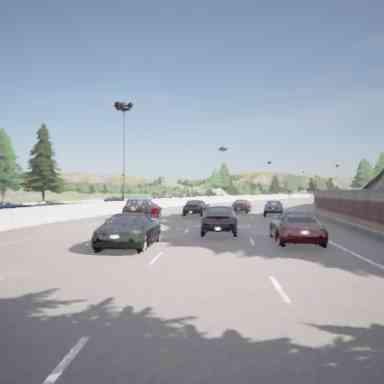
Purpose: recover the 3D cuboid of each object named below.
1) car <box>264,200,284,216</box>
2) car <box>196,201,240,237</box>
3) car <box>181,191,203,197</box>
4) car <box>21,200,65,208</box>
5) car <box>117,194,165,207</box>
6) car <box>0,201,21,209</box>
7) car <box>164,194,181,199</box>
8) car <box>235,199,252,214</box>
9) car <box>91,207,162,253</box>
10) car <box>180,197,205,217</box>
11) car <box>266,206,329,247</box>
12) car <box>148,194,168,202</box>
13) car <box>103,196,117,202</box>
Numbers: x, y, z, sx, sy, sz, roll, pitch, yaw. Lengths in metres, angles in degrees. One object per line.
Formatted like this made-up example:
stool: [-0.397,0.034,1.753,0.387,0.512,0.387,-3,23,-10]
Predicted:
car: [8.033,1.534,32.623,2.033,1.411,5.357,0,0,15]
car: [1.567,1.489,18.225,1.837,1.490,4.892,0,0,8]
car: [0.471,0.764,70.740,2.150,2.045,5.566,0,0,28]
car: [-13.865,1.489,31.962,1.994,1.385,4.181,0,0,13]
car: [-3.996,1.311,26.990,2.097,1.767,4.553,0,0,11]
car: [-17.580,1.516,31.457,1.895,1.301,4.718,0,0,12]
car: [-3.461,1.053,70.784,2.097,1.767,4.553,0,0,27]
car: [5.358,1.501,35.923,1.812,1.442,4.674,0,0,16]
car: [-2.525,1.542,13.684,1.994,1.385,4.181,0,0,6]
car: [0.439,1.472,30.914,1.837,1.490,4.892,0,0,13]
car: [4.688,1.561,15.072,1.994,1.385,4.181,0,0,7]
car: [-7.218,1.231,71.137,2.097,1.767,4.553,0,0,27]
car: [-14.912,1.448,62.877,1.994,1.385,4.181,0,0,23]
